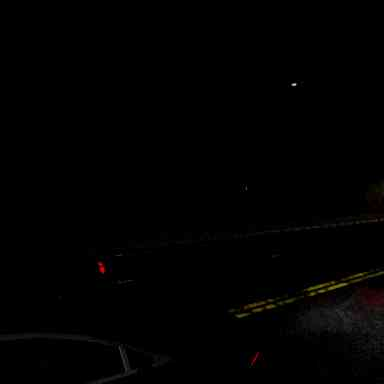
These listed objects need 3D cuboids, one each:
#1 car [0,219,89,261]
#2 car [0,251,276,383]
[{"bbox_3d":[-3.654,1.352,5.088,4.553,1.767,2.097,0,0,-35],"label":"car"},{"bbox_3d":[-1.434,1.492,2.440,4.902,1.511,2.128,0,0,-36],"label":"car"}]
